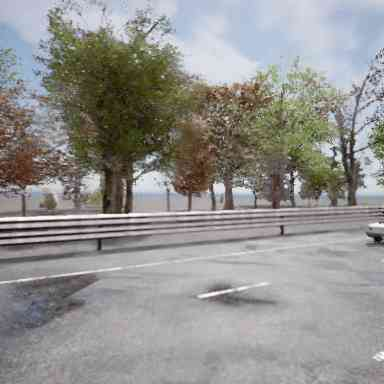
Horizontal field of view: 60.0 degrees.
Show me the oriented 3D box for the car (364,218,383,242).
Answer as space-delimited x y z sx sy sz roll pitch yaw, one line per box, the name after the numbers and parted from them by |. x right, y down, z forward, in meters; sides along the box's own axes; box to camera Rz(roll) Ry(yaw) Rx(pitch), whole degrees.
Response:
10.180 1.683 15.383 4.718 1.301 1.895 0 0 -32 | car
